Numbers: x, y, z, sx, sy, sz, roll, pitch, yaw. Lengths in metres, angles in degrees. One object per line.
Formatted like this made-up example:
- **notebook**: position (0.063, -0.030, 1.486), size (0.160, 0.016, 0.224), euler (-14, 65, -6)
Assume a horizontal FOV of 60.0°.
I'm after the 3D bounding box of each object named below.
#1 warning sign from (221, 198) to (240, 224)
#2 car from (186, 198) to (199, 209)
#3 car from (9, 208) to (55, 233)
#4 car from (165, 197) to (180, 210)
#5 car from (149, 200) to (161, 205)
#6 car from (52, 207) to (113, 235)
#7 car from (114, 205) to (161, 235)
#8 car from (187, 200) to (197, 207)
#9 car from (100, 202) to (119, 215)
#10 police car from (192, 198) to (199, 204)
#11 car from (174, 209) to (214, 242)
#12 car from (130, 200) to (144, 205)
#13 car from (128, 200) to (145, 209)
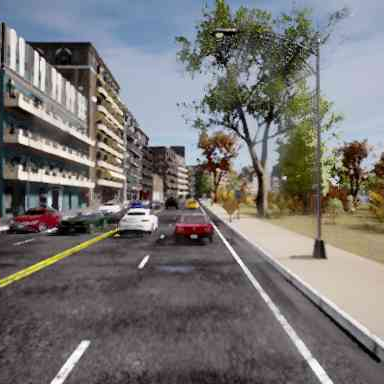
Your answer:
- **warning sign**: position (2.842, 1.371, 24.682), size (1.300, 1.860, 1.060), euler (-1, -1, 0)
- **car**: position (0.003, 2.043, 54.320), size (1.882, 1.535, 5.008), euler (0, -1, 0)
- **car**: position (-9.849, 1.749, 21.448), size (1.812, 1.442, 4.674), euler (0, -1, 0)
- **car**: position (-3.247, 1.788, 54.353), size (2.150, 2.045, 5.566), euler (0, -1, 0)
- **car**: position (-6.497, 2.137, 58.915), size (2.128, 1.511, 4.902), euler (0, -1, 0)
- **car**: position (-6.600, 1.815, 20.564), size (1.895, 1.301, 4.718), euler (0, -1, 0)
- **car**: position (-3.164, 1.736, 20.264), size (1.812, 1.442, 4.674), euler (0, -1, 0)
- **car**: position (0.003, 2.278, 64.770), size (1.895, 1.301, 4.718), euler (0, -1, 0)
- **car**: position (-9.839, 1.940, 39.801), size (1.812, 1.442, 4.674), euler (0, -1, 0)
- **police car**: position (0.980, 2.427, 94.778), size (1.930, 1.638, 5.238), euler (0, -1, 0)
- **car**: position (0.102, 1.783, 17.537), size (1.895, 1.301, 4.718), euler (0, -1, 0)
- **car**: position (-6.590, 1.937, 39.590), size (1.812, 1.442, 4.674), euler (0, -1, 0)
- **car**: position (-9.747, 2.137, 58.915), size (2.128, 1.511, 4.902), euler (0, -1, 0)
